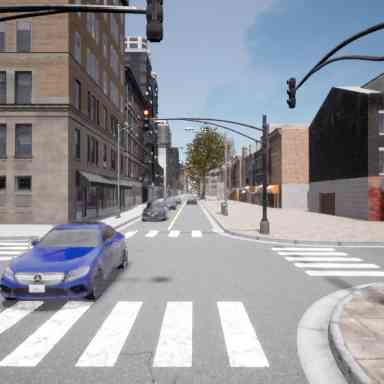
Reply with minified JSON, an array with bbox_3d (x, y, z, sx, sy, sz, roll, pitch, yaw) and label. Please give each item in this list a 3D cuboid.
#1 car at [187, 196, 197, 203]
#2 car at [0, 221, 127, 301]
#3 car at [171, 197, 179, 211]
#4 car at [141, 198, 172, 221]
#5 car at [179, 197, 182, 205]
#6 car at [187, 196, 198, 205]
[{"bbox_3d":[0.021,1.542,69.244,1.994,1.385,4.181,0,0,0],"label":"car"},{"bbox_3d":[-2.858,1.518,8.455,1.812,1.442,4.674,0,0,0],"label":"car"},{"bbox_3d":[-2.893,1.504,41.174,1.812,1.442,4.674,0,0,0],"label":"car"},{"bbox_3d":[-2.883,1.491,26.705,1.837,1.490,4.892,0,0,0],"label":"car"},{"bbox_3d":[-2.821,1.567,60.069,2.033,1.411,5.357,0,0,0],"label":"car"},{"bbox_3d":[0.028,1.524,58.962,2.033,1.411,5.357,0,0,1],"label":"car"}]
